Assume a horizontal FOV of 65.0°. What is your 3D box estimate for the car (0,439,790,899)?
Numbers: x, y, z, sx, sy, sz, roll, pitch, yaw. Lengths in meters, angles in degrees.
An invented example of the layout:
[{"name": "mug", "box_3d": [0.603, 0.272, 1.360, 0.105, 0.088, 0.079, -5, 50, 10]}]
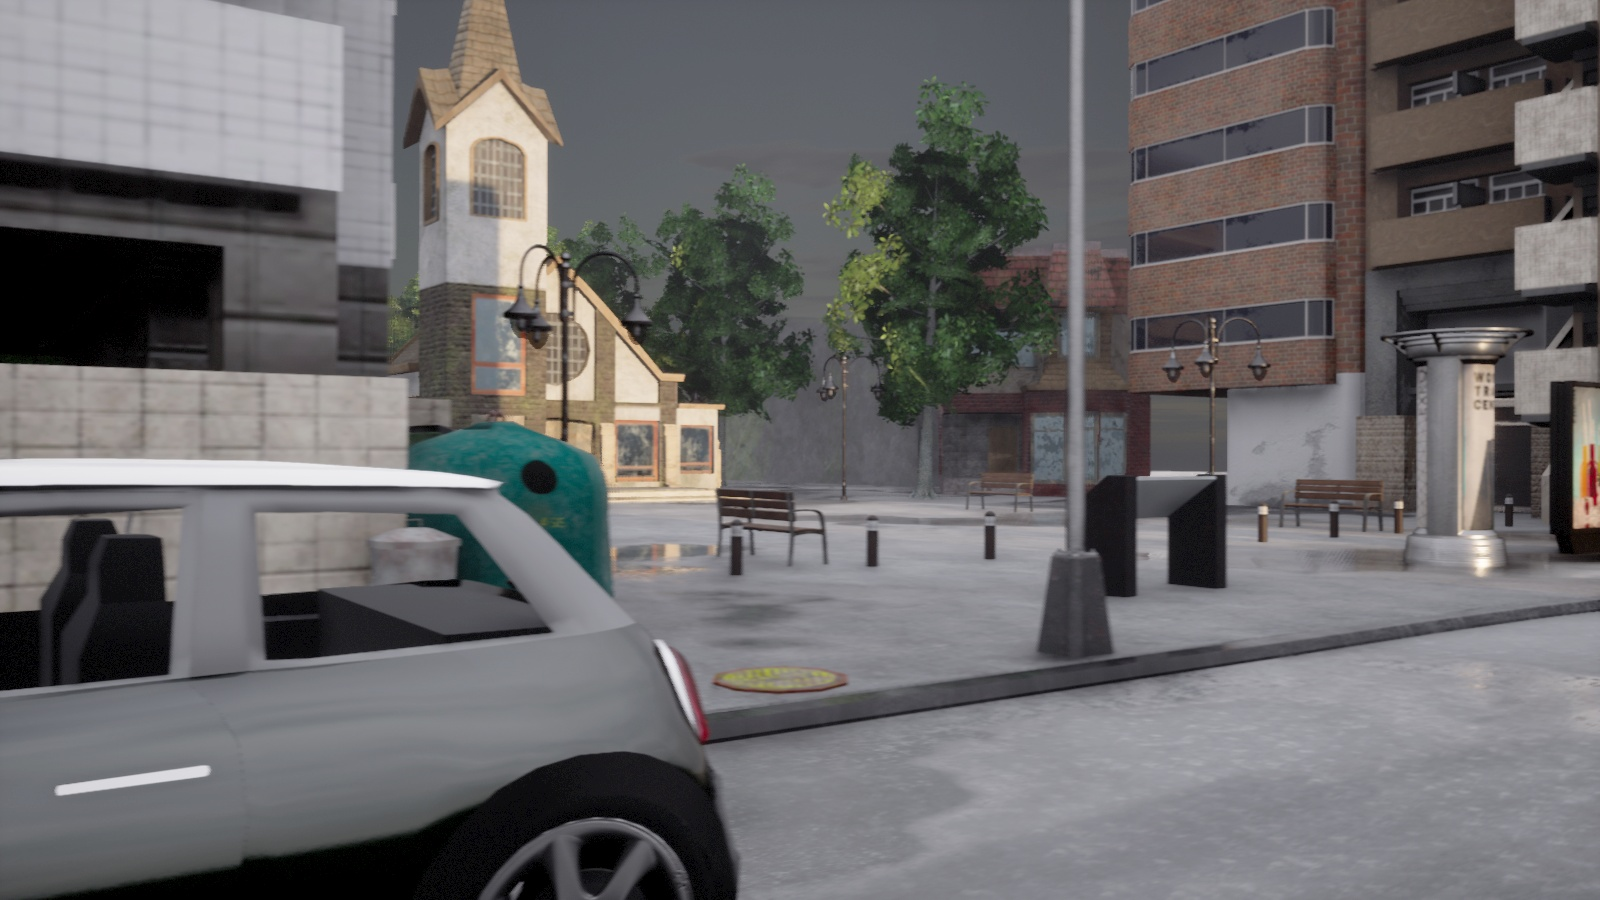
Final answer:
[{"name": "car", "box_3d": [-2.151, 0.721, 2.770, 3.806, 1.475, 1.970, 0, 0, -34]}]
